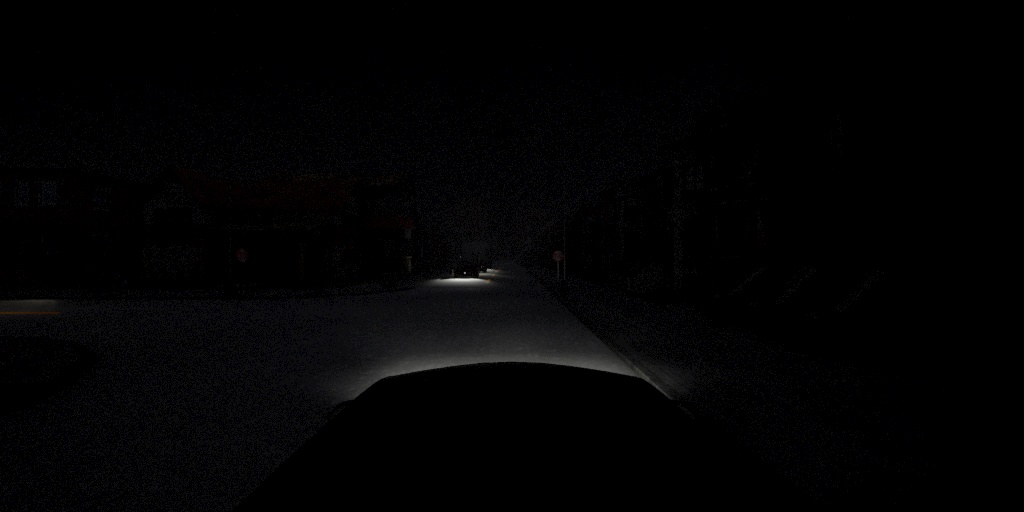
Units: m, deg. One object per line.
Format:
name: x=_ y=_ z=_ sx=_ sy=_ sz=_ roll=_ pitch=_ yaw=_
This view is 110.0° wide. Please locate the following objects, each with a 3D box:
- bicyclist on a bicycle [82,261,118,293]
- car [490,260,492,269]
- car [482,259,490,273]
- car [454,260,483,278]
bicyclist on a bicycle: x=-21.604 y=1.099 z=18.823 sx=0.582 sy=1.620 sz=1.656 roll=0 pitch=0 yaw=0
car: x=-4.122 y=1.237 z=56.020 sx=2.128 sy=1.511 sz=4.902 roll=0 pitch=0 yaw=0
car: x=-4.151 y=1.225 z=44.051 sx=1.882 sy=1.535 sz=5.008 roll=0 pitch=0 yaw=0
car: x=-4.148 y=1.312 z=33.556 sx=1.994 sy=1.385 sz=4.181 roll=0 pitch=0 yaw=0
